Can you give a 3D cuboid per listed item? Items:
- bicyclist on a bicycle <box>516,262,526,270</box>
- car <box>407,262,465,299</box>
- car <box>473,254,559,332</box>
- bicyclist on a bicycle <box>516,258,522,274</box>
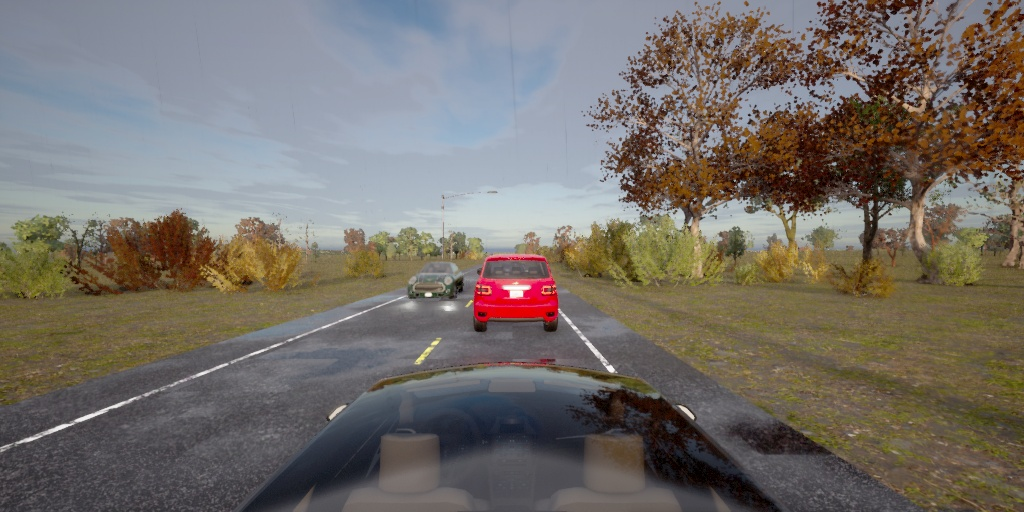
[{"bbox_3d":[0.859,1.110,30.169,0.659,1.776,1.843,0,0,0],"label":"bicyclist on a bicycle"},{"bbox_3d":[-3.643,1.096,17.842,2.097,1.767,4.553,0,0,0],"label":"car"},{"bbox_3d":[0.078,0.968,10.990,2.150,2.045,5.566,0,0,-1],"label":"car"},{"bbox_3d":[0.784,1.107,40.182,0.659,1.776,1.843,0,0,0],"label":"bicyclist on a bicycle"}]
